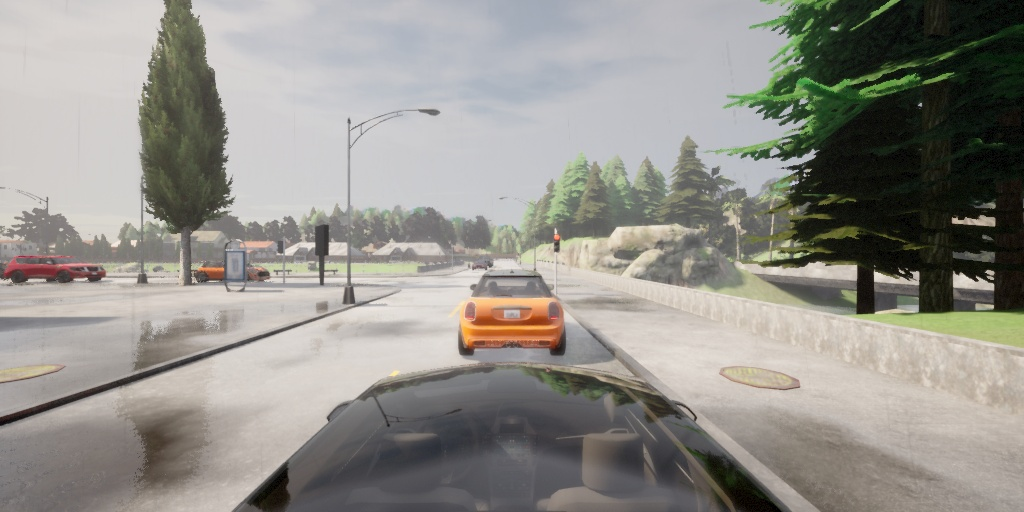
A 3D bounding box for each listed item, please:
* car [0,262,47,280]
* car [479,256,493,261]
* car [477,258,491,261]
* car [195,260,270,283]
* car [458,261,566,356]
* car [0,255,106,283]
[{"bbox_3d":[-43.884,1.255,31.003,4.892,1.490,1.837,0,0,-1],"label":"car"},{"bbox_3d":[-4.612,0.971,60.808,2.150,2.045,5.566,0,0,0],"label":"car"},{"bbox_3d":[-4.541,1.314,51.212,1.994,1.385,4.181,0,0,0],"label":"car"},{"bbox_3d":[-20.896,1.101,27.022,4.553,1.767,2.097,0,0,-1],"label":"car"},{"bbox_3d":[-0.001,1.102,8.805,2.097,1.767,4.553,0,0,0],"label":"car"},{"bbox_3d":[-34.114,0.973,26.895,5.566,2.045,2.150,0,0,-1],"label":"car"}]
